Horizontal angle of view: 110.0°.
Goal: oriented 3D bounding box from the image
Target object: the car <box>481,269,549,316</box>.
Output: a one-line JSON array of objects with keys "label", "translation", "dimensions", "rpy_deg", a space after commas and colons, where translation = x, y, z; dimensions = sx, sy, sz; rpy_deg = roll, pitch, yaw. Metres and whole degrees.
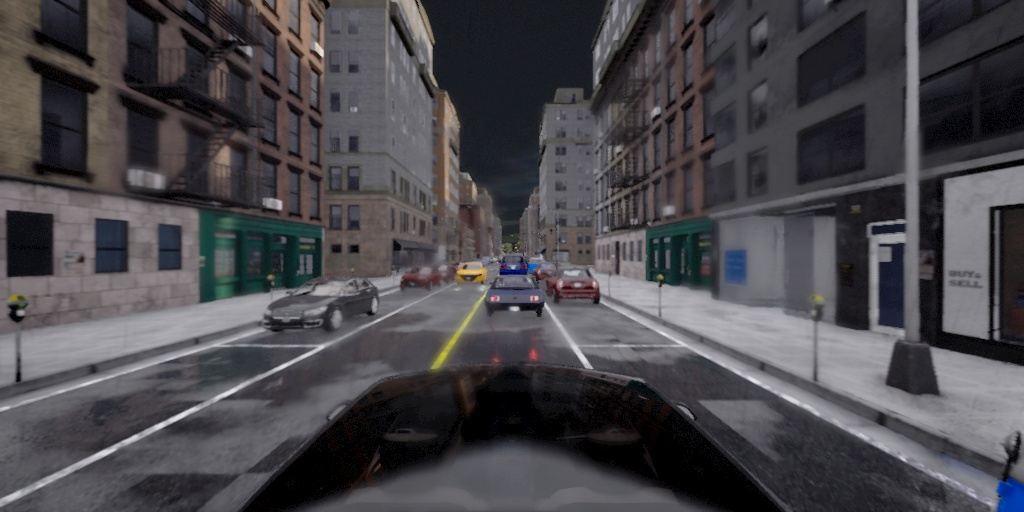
[{"label": "car", "translation": [0.092, 1.344, 13.286], "dimensions": [1.895, 1.301, 4.718], "rpy_deg": [0, 0, 0]}]

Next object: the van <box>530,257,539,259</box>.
[{"label": "van", "translation": [2.621, 1.069, 38.300], "dimensions": [1.690, 1.789, 3.998], "rpy_deg": [0, 0, 0]}]

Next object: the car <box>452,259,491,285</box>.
[{"label": "car", "translation": [-2.859, 1.214, 26.277], "dimensions": [1.882, 1.535, 5.008], "rpy_deg": [0, 0, 0]}]

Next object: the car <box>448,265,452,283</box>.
[{"label": "car", "translation": [-5.399, 1.318, 27.274], "dimensions": [1.802, 1.307, 4.207], "rpy_deg": [0, 0, 0]}]

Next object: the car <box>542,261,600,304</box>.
[{"label": "car", "translation": [2.631, 1.182, 16.256], "dimensions": [1.967, 1.591, 4.097], "rpy_deg": [0, 0, 0]}]

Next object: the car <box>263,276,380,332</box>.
[{"label": "car", "translation": [-5.392, 1.296, 10.741], "dimensions": [2.007, 1.370, 4.403], "rpy_deg": [0, 0, 0]}]

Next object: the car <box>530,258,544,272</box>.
[{"label": "car", "translation": [2.626, 1.175, 27.278], "dimensions": [1.967, 1.591, 4.097], "rpy_deg": [0, 0, 0]}]

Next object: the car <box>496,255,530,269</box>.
[{"label": "car", "translation": [0.086, 0.955, 29.048], "dimensions": [2.150, 2.045, 5.566], "rpy_deg": [0, 0, 0]}]

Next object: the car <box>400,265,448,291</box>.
[{"label": "car", "translation": [-5.396, 1.284, 21.763], "dimensions": [1.888, 1.381, 4.507], "rpy_deg": [0, 0, 0]}]
